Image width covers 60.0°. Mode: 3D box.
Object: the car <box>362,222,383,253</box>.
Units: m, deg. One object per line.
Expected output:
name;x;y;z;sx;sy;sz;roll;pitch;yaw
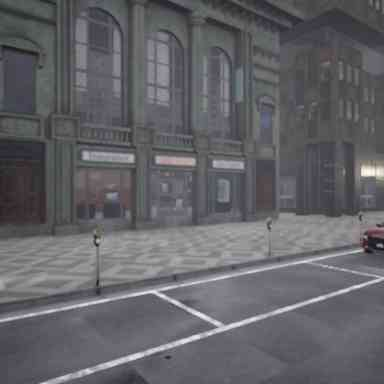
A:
car;8.142;1.553;12.459;4.507;1.381;1.887;0;0;-36
